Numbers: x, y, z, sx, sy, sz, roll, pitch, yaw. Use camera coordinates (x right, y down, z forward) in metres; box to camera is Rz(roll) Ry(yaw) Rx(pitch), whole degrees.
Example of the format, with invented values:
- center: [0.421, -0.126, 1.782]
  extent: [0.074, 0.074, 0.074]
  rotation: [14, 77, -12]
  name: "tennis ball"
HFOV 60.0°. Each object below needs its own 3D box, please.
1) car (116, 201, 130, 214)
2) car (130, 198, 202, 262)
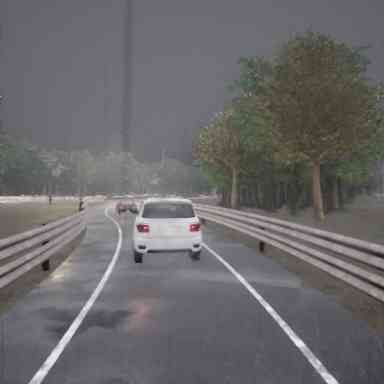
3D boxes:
- center: [-6.685, 1.528, 33.853]
  extent: [1.895, 1.301, 4.718]
  rotation: [0, 1, -16]
  name: "car"
- center: [-1.043, 1.218, 12.392]
  extent: [2.150, 2.045, 5.566]
  rotation: [0, 0, -8]
  name: "car"
